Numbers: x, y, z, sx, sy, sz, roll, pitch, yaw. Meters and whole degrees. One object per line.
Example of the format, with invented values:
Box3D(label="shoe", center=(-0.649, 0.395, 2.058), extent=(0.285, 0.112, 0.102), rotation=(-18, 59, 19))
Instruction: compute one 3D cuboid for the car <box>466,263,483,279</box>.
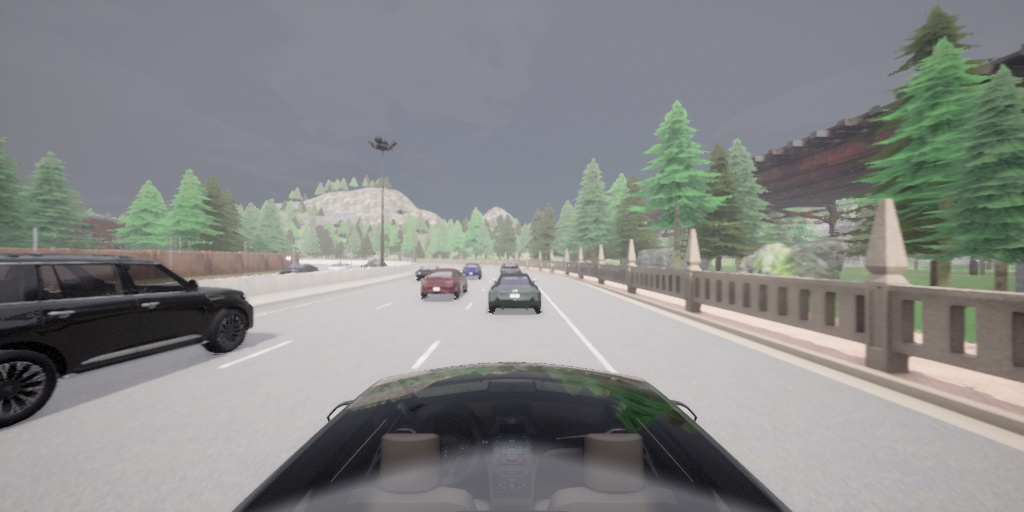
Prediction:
Box3D(label="car", center=(-3.863, 1.398, 34.369), extent=(1.812, 1.442, 4.674), rotation=(0, 0, -5))

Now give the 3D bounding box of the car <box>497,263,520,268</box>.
Box3D(label="car", center=(-0.263, 1.360, 33.321), extent=(2.128, 1.511, 4.902), rotation=(0, 0, -4))

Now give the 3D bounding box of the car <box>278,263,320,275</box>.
Box3D(label="car", center=(-21.673, 1.427, 36.812), extent=(2.033, 1.411, 5.357), rotation=(0, 0, -5))

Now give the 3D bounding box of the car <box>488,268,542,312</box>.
Box3D(label="car", center=(0.100, 1.361, 14.414), extent=(1.994, 1.385, 4.181), rotation=(0, 0, 0))

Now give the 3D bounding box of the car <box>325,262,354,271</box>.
Box3D(label="car", center=(-18.539, 1.413, 38.761), extent=(1.812, 1.442, 4.674), rotation=(0, 0, -8))

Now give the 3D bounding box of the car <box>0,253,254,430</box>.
Box3D(label="car", center=(-6.902, 0.985, 5.715), extent=(2.150, 2.045, 5.566), rotation=(0, 0, 0))

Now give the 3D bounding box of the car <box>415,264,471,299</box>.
Box3D(label="car", center=(-3.415, 1.338, 18.476), extent=(1.812, 1.442, 4.674), rotation=(0, 0, 0))

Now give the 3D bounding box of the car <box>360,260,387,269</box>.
Box3D(label="car", center=(-15.111, 1.242, 39.399), extent=(2.097, 1.767, 4.553), rotation=(0, 0, -8))
